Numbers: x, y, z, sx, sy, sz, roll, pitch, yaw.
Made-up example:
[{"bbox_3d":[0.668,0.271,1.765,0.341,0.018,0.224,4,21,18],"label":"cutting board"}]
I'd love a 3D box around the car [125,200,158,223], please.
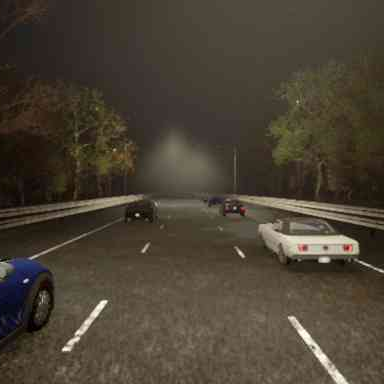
[{"bbox_3d":[-3.522,1.315,23.810,1.882,1.535,5.008,0,0,0],"label":"car"}]

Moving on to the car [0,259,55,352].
[{"bbox_3d":[-3.410,1.325,3.889,2.097,1.767,4.553,0,0,0],"label":"car"}]

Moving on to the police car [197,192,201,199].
[{"bbox_3d":[2.635,0.953,66.365,1.930,1.638,5.238,0,0,-1],"label":"police car"}]

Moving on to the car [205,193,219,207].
[{"bbox_3d":[3.115,1.170,44.186,1.882,1.535,5.008,0,0,-1],"label":"car"}]

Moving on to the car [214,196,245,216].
[{"bbox_3d":[3.425,1.346,29.308,2.033,1.411,5.357,0,0,-1],"label":"car"}]

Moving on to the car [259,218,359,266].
[{"bbox_3d":[3.568,1.524,11.204,1.895,1.301,4.718,0,0,0],"label":"car"}]

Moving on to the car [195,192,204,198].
[{"bbox_3d":[1.975,0.838,88.320,1.882,1.535,5.008,0,0,-2],"label":"car"}]

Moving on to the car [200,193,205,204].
[{"bbox_3d":[2.899,1.174,55.222,1.994,1.385,4.181,0,0,-1],"label":"car"}]

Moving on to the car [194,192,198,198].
[{"bbox_3d":[2.331,0.938,77.288,2.128,1.511,4.902,0,0,-2],"label":"car"}]
